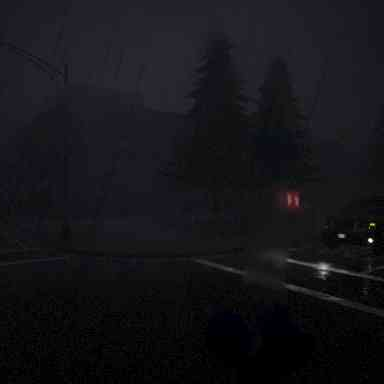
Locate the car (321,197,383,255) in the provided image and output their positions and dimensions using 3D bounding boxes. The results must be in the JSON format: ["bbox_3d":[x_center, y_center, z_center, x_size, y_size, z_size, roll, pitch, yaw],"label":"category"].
[{"bbox_3d":[7.665,1.248,13.763,5.566,2.045,2.150,0,0,-37],"label":"car"}]
